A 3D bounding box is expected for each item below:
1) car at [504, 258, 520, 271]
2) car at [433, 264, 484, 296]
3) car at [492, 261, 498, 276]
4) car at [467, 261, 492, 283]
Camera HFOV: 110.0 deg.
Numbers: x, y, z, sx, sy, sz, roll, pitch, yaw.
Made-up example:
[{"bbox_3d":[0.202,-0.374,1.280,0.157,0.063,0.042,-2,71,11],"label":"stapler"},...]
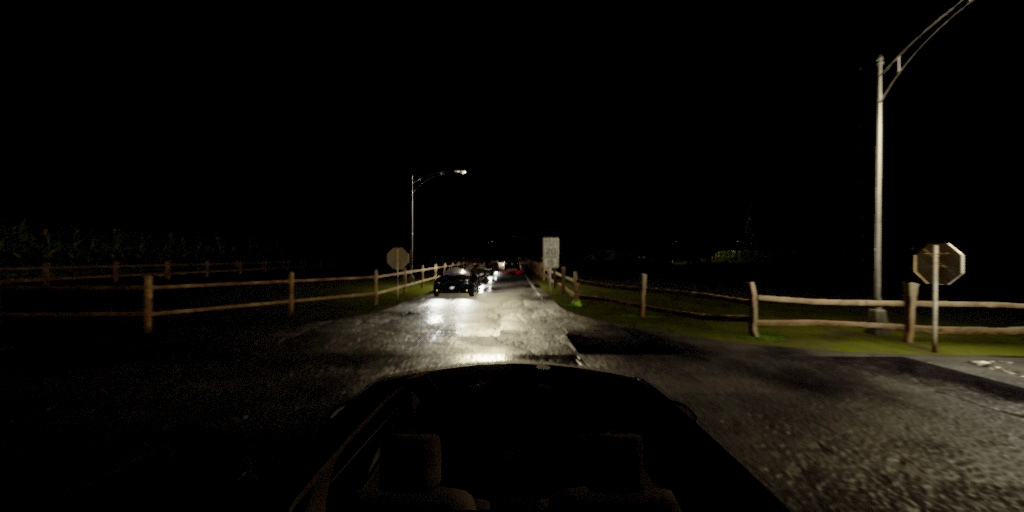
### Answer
[{"bbox_3d":[0.008,1.108,50.480,2.097,1.767,4.553,0,0,0],"label":"car"},{"bbox_3d":[-2.845,1.317,19.066,1.994,1.385,4.181,0,0,1],"label":"car"},{"bbox_3d":[-2.829,1.261,37.875,1.837,1.490,4.892,0,0,0],"label":"car"},{"bbox_3d":[-2.843,1.260,27.892,1.837,1.490,4.892,0,0,0],"label":"car"}]
